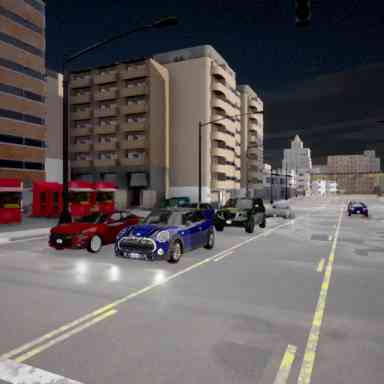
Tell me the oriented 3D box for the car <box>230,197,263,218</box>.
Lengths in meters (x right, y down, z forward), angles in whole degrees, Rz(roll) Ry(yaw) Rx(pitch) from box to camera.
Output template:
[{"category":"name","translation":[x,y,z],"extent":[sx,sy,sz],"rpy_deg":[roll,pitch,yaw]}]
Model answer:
[{"category":"car","translation":[5.891,1.518,35.210],"extent":[2.150,2.045,5.566],"rpy_deg":[0,-1,24]}]

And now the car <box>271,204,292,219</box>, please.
[{"category":"car","translation":[8.554,1.885,32.617],"extent":[1.895,1.301,4.718],"rpy_deg":[0,-1,25]}]

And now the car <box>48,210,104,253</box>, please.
[{"category":"car","translation":[-3.803,1.518,14.280],"extent":[1.882,1.535,5.008],"rpy_deg":[0,0,23]}]

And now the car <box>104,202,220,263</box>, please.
[{"category":"car","translation":[-0.828,1.395,12.331],"extent":[2.097,1.767,4.553],"rpy_deg":[0,0,25]}]

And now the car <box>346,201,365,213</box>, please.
[{"category":"car","translation":[22.359,1.994,45.593],"extent":[2.128,1.511,4.902],"rpy_deg":[0,-1,25]}]

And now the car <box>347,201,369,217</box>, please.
[{"category":"car","translation":[18.111,1.905,36.292],"extent":[1.812,1.442,4.674],"rpy_deg":[0,-1,26]}]

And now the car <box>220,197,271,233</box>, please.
[{"category":"car","translation":[3.196,1.352,21.022],"extent":[2.150,2.045,5.566],"rpy_deg":[0,-1,25]}]
